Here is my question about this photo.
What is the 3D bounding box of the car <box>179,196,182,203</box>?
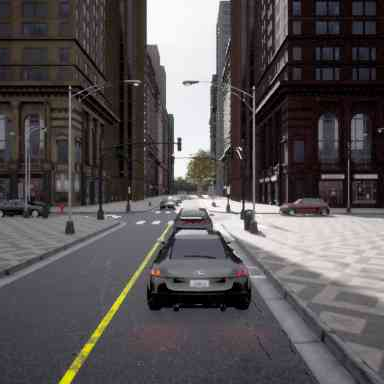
[{"bbox_3d":[-3.089,1.493,52.937,2.128,1.511,4.902,0,0,0],"label":"car"}]

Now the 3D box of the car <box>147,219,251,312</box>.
[{"bbox_3d":[0.108,1.564,7.812,1.994,1.385,4.181,0,0,-1],"label":"car"}]

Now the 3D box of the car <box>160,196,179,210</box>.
[{"bbox_3d":[-3.089,1.546,43.176,2.033,1.411,5.357,0,0,0],"label":"car"}]

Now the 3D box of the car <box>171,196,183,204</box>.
[{"bbox_3d":[-3.015,1.564,67.768,2.033,1.411,5.357,0,0,0],"label":"car"}]

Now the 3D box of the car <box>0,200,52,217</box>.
[{"bbox_3d":[-14.747,1.454,28.968,4.892,1.490,1.837,0,0,-1],"label":"car"}]

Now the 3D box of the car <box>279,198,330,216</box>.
[{"bbox_3d":[10.781,1.388,32.168,4.553,1.767,2.097,0,0,0],"label":"car"}]

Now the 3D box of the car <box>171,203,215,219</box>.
[{"bbox_3d":[0.062,1.505,16.720,1.837,1.490,4.892,0,0,0],"label":"car"}]
